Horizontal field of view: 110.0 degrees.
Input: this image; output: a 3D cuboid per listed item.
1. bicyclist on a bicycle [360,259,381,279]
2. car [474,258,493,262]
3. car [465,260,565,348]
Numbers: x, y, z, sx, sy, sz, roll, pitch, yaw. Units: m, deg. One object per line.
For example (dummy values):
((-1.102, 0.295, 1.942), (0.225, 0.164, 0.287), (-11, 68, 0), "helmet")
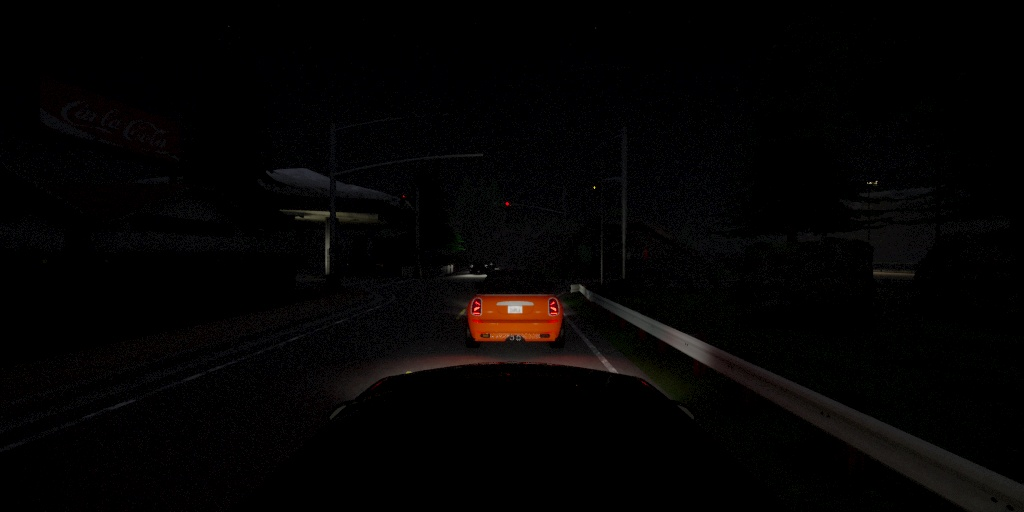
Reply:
((-11.758, 1.097, 29.870), (1.656, 1.620, 0.582), (1, -3, -19), "bicyclist on a bicycle")
((-3.575, 1.102, 40.648), (2.097, 1.767, 4.553), (0, 0, 0), "car")
((0.078, 1.102, 9.384), (2.097, 1.767, 4.553), (0, 0, 0), "car")
